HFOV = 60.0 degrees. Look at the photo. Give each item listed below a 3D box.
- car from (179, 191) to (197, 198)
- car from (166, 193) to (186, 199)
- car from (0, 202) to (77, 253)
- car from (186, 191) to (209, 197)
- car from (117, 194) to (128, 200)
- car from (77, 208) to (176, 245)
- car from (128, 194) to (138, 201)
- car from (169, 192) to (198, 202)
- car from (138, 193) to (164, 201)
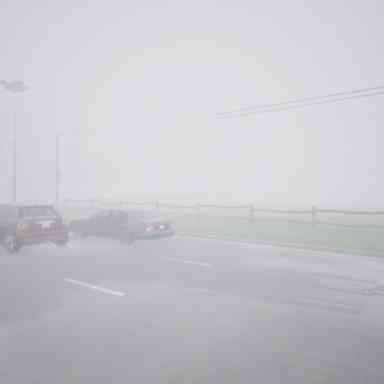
[{"bbox_3d":[-0.937,0.597,78.984,1.837,1.490,4.892,1,0,36],"label":"car"},{"bbox_3d":[-3.880,0.953,80.896,2.128,1.511,4.902,1,0,36],"label":"car"},{"bbox_3d":[-6.957,1.205,13.182,4.553,1.767,2.097,1,0,36],"label":"car"},{"bbox_3d":[1.757,0.730,76.741,2.150,2.045,5.566,1,0,36],"label":"car"},{"bbox_3d":[-13.135,1.037,68.228,1.895,1.301,4.718,1,0,36],"label":"car"},{"bbox_3d":[-3.237,1.424,14.799,5.357,1.411,2.033,1,0,36],"label":"car"},{"bbox_3d":[-10.125,1.041,66.434,1.994,1.385,4.181,1,1,37],"label":"car"},{"bbox_3d":[-1.821,1.143,60.090,2.033,1.411,5.357,1,0,37],"label":"car"},{"bbox_3d":[-7.522,0.996,64.105,1.882,1.535,5.008,1,0,37],"label":"car"}]
